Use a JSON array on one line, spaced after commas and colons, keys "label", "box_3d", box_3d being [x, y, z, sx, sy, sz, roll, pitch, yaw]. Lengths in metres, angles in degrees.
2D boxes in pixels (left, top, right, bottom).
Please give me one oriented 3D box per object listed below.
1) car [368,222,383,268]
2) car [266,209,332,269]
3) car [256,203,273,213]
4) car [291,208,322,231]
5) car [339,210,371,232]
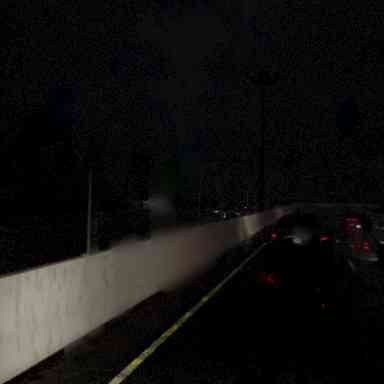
[{"label": "car", "box_3d": [6.708, 1.855, 9.546, 2.033, 1.411, 5.357, 1, -1, 20]}, {"label": "car", "box_3d": [4.147, 1.638, 12.678, 2.097, 1.767, 4.553, 1, -1, 20]}, {"label": "car", "box_3d": [12.277, 2.599, 55.988, 2.128, 1.511, 4.902, 1, -1, 20]}, {"label": "car", "box_3d": [9.278, 2.110, 26.861, 2.128, 1.511, 4.902, 1, -1, 20]}, {"label": "car", "box_3d": [12.574, 2.191, 25.685, 1.837, 1.490, 4.892, 1, -1, 20]}]
